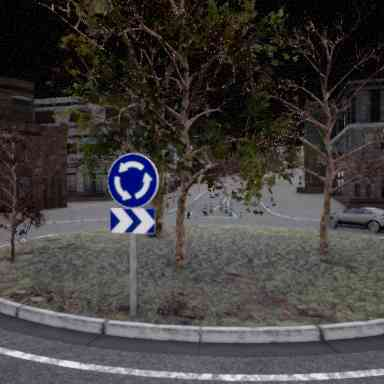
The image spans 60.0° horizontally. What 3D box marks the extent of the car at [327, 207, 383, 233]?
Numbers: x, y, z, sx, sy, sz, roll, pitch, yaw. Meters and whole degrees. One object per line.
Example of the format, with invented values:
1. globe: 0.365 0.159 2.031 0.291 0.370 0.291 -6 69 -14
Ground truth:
1. car: 10.035 1.563 19.995 1.994 1.385 4.181 0 0 -33

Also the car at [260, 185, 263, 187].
1. car: 12.624 -1.625 64.703 1.895 1.301 4.718 0 6 20
